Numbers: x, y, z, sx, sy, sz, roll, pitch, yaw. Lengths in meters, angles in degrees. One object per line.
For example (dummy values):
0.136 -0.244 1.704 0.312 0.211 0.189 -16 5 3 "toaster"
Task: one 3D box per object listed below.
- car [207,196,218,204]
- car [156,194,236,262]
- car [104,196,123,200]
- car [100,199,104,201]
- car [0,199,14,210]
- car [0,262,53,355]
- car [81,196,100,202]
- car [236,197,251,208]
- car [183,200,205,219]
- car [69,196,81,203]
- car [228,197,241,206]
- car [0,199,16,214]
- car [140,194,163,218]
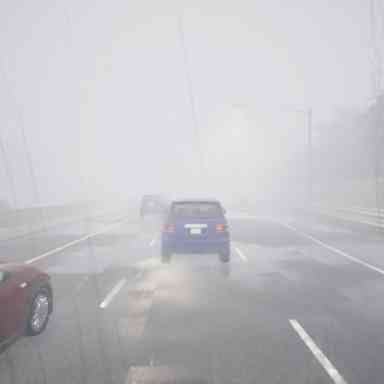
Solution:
3.912 1.559 63.358 1.812 1.442 4.674 0 0 1 "car"
0.116 1.215 12.234 2.150 2.045 5.566 0 0 0 "car"
-13.666 1.515 59.825 2.128 1.511 4.902 0 0 1 "car"
-17.016 1.614 68.957 1.895 1.301 4.718 0 0 1 "car"
-17.510 1.338 28.382 2.097 1.767 4.553 0 0 0 "car"
-3.396 1.350 3.794 2.097 1.767 4.553 0 0 0 "car"
-20.515 1.559 69.040 2.033 1.411 5.357 0 0 1 "car"
7.127 1.480 47.236 1.882 1.535 5.008 0 0 2 "car"
0.197 1.493 30.514 1.837 1.490 4.892 0 0 0 "car"
-24.015 1.571 69.093 1.994 1.385 4.181 0 0 1 "car"
7.338 1.547 57.550 1.812 1.442 4.674 0 0 1 "car"
-20.877 1.535 34.838 2.033 1.411 5.357 0 0 0 "car"
-3.308 1.209 29.840 2.150 2.045 5.566 0 0 0 "car"
